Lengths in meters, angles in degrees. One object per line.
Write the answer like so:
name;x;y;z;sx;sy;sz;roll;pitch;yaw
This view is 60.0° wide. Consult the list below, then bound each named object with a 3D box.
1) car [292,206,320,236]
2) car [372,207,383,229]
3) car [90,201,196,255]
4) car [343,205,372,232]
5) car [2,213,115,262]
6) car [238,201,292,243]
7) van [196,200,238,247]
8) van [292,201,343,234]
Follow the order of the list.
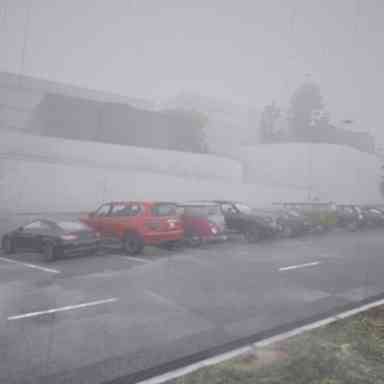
car;4.486;1.745;19.414;4.892;1.521;2.231;-1;-1;36
car;11.867;1.860;24.468;4.674;1.452;2.002;-1;-1;36
car;-2.932;1.415;14.382;5.566;2.045;2.435;-1;-1;36
car;9.428;1.669;22.772;4.553;1.767;2.185;-1;-1;36
car;-5.365;1.675;12.673;4.674;1.452;2.002;-1;-1;36
car;2.045;1.467;17.727;5.566;2.045;2.435;-1;-2;36
van;-0.344;1.465;15.990;4.442;1.987;1.878;-1;-2;36
van;6.845;1.545;21.174;4.442;1.987;1.878;-1;-1;36
